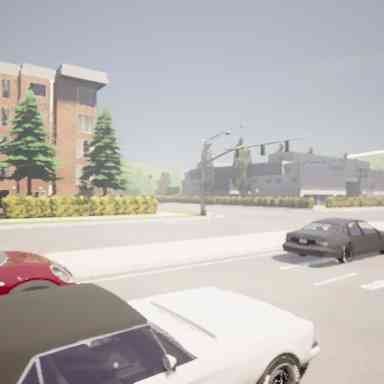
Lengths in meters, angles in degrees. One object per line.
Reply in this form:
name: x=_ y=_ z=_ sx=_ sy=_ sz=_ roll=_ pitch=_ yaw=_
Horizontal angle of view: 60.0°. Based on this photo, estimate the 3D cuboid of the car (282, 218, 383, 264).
car: x=5.662 y=1.692 z=12.477 sx=5.357 sy=1.411 sz=2.033 roll=1 pitch=-1 yaw=-37

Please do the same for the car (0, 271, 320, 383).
car: x=-0.872 y=1.617 z=3.133 sx=4.718 sy=1.301 sz=1.895 roll=1 pitch=-1 yaw=-36

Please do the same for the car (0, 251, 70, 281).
car: x=-4.144 y=1.357 z=5.067 sx=4.553 sy=1.767 sz=2.097 roll=1 pitch=0 yaw=-36

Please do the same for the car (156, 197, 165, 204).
car: x=-8.081 y=1.874 z=75.165 sx=2.097 sy=1.767 sz=4.553 roll=1 pitch=-1 yaw=-36
